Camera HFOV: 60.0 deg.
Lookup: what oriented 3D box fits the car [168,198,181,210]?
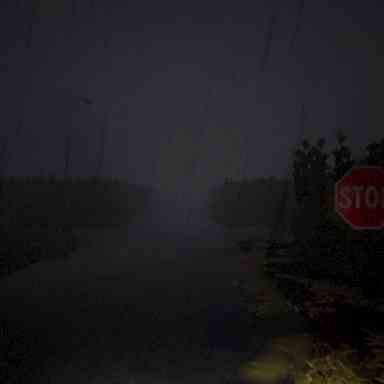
[{"bbox_3d":[-3.102,2.152,59.715,2.150,2.045,5.566,0,-2,0],"label":"car"}]
